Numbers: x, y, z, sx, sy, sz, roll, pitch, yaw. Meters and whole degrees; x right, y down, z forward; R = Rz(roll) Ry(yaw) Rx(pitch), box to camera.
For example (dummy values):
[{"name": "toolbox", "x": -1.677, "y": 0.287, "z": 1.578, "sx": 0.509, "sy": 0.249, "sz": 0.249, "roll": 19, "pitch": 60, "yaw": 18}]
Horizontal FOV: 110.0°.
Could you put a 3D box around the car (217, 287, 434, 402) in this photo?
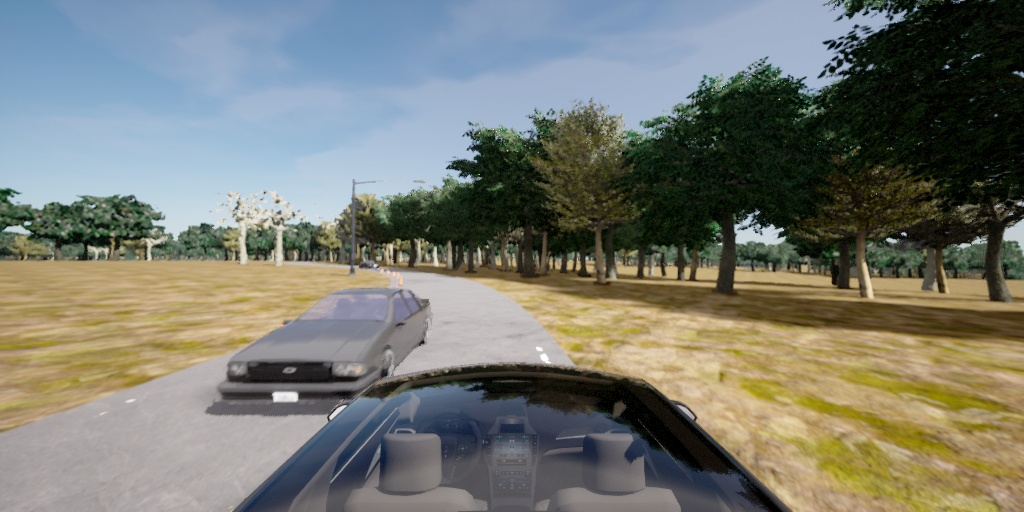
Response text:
[{"name": "car", "x": -2.811, "y": 1.340, "z": 6.983, "sx": 2.033, "sy": 1.411, "sz": 5.357, "roll": 1, "pitch": -1, "yaw": -2}]

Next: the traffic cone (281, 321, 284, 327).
[{"name": "traffic cone", "x": -5.091, "y": 1.740, "z": 7.959, "sx": 0.340, "sy": 0.580, "sz": 0.340, "roll": 0, "pitch": 0, "yaw": -4}]

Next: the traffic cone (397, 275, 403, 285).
[{"name": "traffic cone", "x": -8.385, "y": 1.916, "z": 27.079, "sx": 0.340, "sy": 0.580, "sz": 0.340, "roll": 0, "pitch": 0, "yaw": -16}]

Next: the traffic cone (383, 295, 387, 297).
[{"name": "traffic cone", "x": -6.240, "y": 1.835, "z": 17.605, "sx": 0.340, "sy": 0.580, "sz": 0.340, "roll": 0, "pitch": 0, "yaw": -10}]

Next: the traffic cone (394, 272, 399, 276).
[{"name": "traffic cone", "x": -11.504, "y": 1.965, "z": 36.279, "sx": 0.340, "sy": 0.580, "sz": 0.340, "roll": 0, "pitch": 0, "yaw": -22}]

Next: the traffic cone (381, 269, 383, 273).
[{"name": "traffic cone", "x": -17.931, "y": 1.976, "z": 49.348, "sx": 0.340, "sy": 0.580, "sz": 0.340, "roll": 0, "pitch": 0, "yaw": -31}]

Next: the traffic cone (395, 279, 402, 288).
[{"name": "traffic cone", "x": -7.189, "y": 1.879, "z": 22.370, "sx": 0.340, "sy": 0.580, "sz": 0.340, "roll": 0, "pitch": 0, "yaw": -13}]

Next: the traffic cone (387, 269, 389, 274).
[{"name": "traffic cone", "x": -15.563, "y": 1.981, "z": 45.105, "sx": 0.340, "sy": 0.580, "sz": 0.340, "roll": 0, "pitch": 0, "yaw": -28}]
